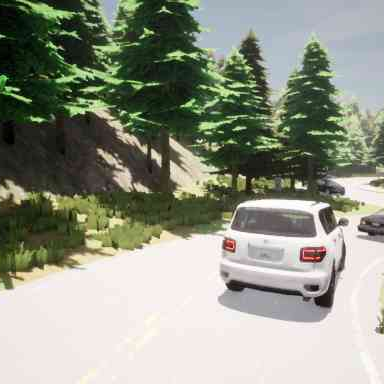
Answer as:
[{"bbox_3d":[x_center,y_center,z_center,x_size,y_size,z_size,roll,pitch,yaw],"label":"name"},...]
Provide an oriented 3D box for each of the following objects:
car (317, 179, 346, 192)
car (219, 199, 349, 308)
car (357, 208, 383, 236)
[{"bbox_3d":[16.081,-0.553,38.929,1.882,1.535,5.008,-1,5,-2],"label":"car"},{"bbox_3d":[2.553,1.200,8.379,2.150,2.045,5.566,3,2,27],"label":"car"},{"bbox_3d":[10.136,1.414,15.829,5.357,1.411,2.033,-1,5,-32],"label":"car"}]
